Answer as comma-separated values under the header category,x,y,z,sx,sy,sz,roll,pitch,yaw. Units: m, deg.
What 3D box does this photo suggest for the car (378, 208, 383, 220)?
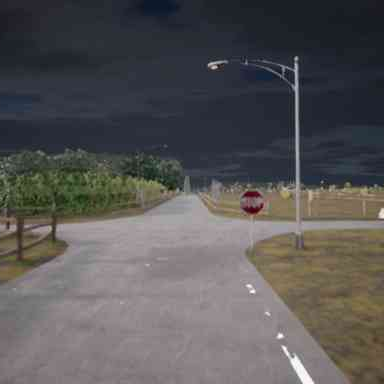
category,x,y,z,sx,sy,sz,roll,pitch,yaw
car,13.875,1.285,20.205,4.674,1.442,1.812,-1,-1,0
